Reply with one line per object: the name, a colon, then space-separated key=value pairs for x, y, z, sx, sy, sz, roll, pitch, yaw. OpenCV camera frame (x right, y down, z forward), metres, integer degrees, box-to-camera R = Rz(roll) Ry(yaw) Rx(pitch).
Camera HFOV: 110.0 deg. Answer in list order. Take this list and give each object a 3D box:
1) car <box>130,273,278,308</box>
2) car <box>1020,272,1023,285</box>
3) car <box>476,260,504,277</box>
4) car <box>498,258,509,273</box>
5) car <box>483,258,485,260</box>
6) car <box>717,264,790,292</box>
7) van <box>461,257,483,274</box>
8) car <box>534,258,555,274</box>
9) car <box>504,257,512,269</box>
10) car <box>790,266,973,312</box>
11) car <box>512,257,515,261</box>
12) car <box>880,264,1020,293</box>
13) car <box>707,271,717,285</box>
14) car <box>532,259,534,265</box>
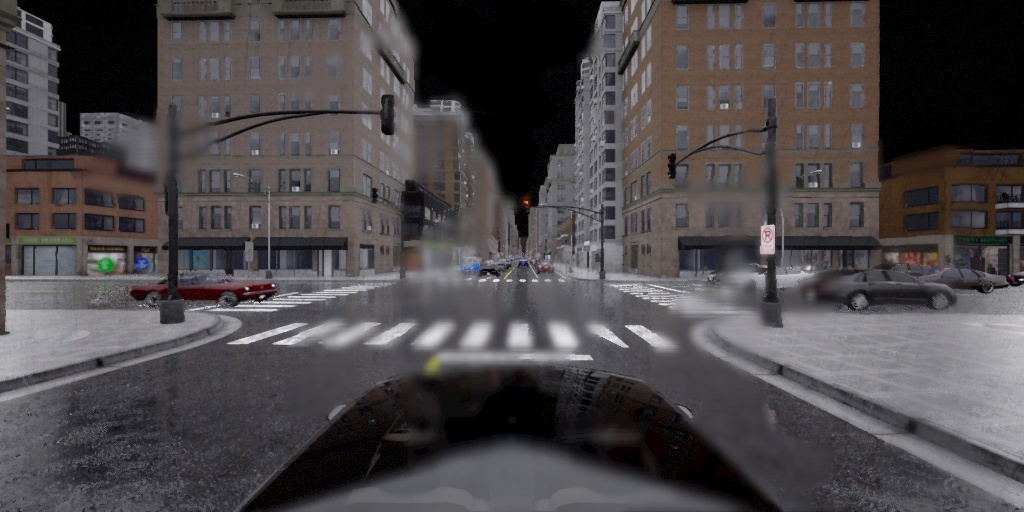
car: x=-12.335 y=1.338 z=14.602 sx=4.718 sy=1.301 sz=1.895 roll=0 pitch=0 yaw=2
car: x=35.045 y=1.359 z=23.196 sx=4.181 sy=1.385 sz=1.994 roll=0 pitch=0 yaw=2
car: x=-2.142 y=1.365 z=35.814 sx=1.895 sy=1.301 sz=4.718 roll=0 pitch=0 yaw=2
car: x=-1.812 y=1.338 z=44.897 sx=1.994 sy=1.385 sz=4.181 roll=0 pitch=0 yaw=3
car: x=-4.520 y=1.090 z=46.652 sx=2.192 sy=1.841 sz=5.009 roll=0 pitch=0 yaw=2
car: x=14.769 y=1.291 z=20.531 sx=4.674 sy=1.442 sz=1.812 roll=0 pitch=0 yaw=3
van: x=-4.707 y=1.111 z=41.132 sx=1.690 sy=1.789 sz=3.998 roll=0 pitch=0 yaw=2
car: x=3.814 y=1.210 z=40.847 sx=1.967 sy=1.591 sz=4.097 roll=0 pitch=0 yaw=2
car: x=-1.488 y=1.136 z=54.534 sx=2.097 sy=1.767 sz=4.553 roll=0 pitch=0 yaw=2
car: x=14.018 y=1.270 z=13.851 sx=4.892 sy=1.490 sz=1.837 roll=0 pitch=0 yaw=2
car: x=-1.115 y=1.146 z=64.518 sx=2.097 sy=1.767 sz=4.553 roll=0 pitch=0 yaw=3
car: x=24.356 y=1.325 z=20.258 sx=5.357 sy=1.411 sz=2.033 roll=0 pitch=0 yaw=2
car: x=15.646 y=1.257 z=23.758 sx=4.902 sy=1.511 sz=2.128 roll=0 pitch=0 yaw=2
car: x=4.002 y=1.341 z=46.369 sx=1.948 sy=1.339 sz=4.313 roll=0 pitch=0 yaw=2
